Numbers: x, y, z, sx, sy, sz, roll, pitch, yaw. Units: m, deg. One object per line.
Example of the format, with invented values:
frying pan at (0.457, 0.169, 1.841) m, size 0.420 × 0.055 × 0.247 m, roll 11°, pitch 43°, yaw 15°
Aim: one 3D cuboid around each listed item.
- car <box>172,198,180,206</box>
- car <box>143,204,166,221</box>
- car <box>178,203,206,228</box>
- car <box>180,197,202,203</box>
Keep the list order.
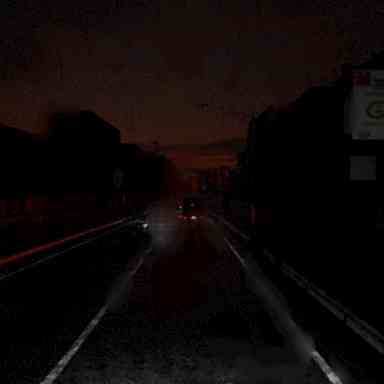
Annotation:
car at (-3.205, 2.184, 72.434) m, size 1.882 × 1.535 × 5.008 m, roll 0°, pitch 0°, yaw 0°
car at (-3.454, 1.860, 31.428) m, size 1.812 × 1.442 × 4.674 m, roll 0°, pitch -1°, yaw 0°
car at (0.074, 1.800, 24.608) m, size 2.033 × 1.411 × 5.357 m, roll 0°, pitch -1°, yaw 0°
car at (0.015, 1.680, 41.478) m, size 2.150 × 2.045 × 5.566 m, roll 0°, pitch -1°, yaw 0°
